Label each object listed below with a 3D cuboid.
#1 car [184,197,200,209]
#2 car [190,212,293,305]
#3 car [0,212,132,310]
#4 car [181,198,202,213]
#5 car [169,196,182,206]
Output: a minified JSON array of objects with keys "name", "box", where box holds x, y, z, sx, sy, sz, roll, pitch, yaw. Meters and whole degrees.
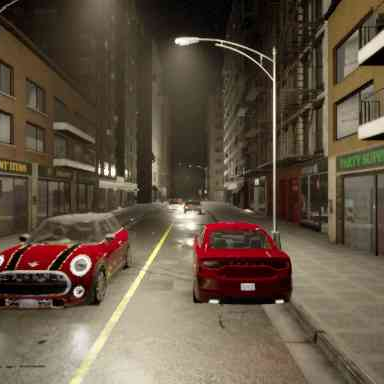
[{"name":"car","box":[0.030,1.523,46.711,2.128,1.511,4.902,0,0,0]},{"name":"car","box":[0.963,1.480,8.201,1.882,1.535,5.008,0,0,0]},{"name":"car","box":[-2.849,1.353,8.045,2.097,1.767,4.553,0,0,0]},{"name":"car","box":[0.080,1.622,36.636,1.895,1.301,4.718,0,0,0]},{"name":"car","box":[-2.746,1.396,55.614,2.097,1.767,4.553,0,0,0]}]
